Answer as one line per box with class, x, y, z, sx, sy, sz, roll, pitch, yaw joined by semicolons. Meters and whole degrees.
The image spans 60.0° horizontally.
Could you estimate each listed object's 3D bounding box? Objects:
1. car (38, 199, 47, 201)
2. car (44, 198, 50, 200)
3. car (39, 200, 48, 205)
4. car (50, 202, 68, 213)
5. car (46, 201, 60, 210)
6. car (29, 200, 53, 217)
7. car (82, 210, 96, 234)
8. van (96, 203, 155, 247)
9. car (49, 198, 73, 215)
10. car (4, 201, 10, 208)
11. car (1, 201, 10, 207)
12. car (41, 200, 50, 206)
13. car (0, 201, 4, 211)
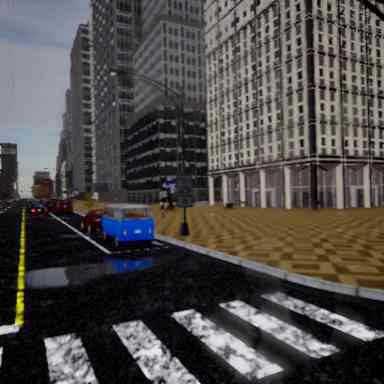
car;-22.275;2.122;47.517;2.128;1.511;4.902;-1;0;-27
car;-20.595;1.909;50.168;2.192;1.841;5.009;-1;0;-27
car;-37.977;2.641;84.821;1.947;1.339;4.313;-1;0;-27
car;-18.106;2.070;45.215;1.887;1.381;4.507;-1;0;-27
car;-23.073;2.229;55.117;1.947;1.339;4.313;-1;0;-27
car;-17.572;2.047;38.146;2.033;1.411;5.357;-1;0;-27
car;-5.667;1.722;20.475;1.887;1.381;4.507;-1;0;-27
van;-3.107;1.446;15.567;1.690;1.788;3.998;-1;0;-27
car;-15.626;1.771;40.266;2.192;1.841;5.009;-1;0;-27
car;-40.496;2.694;71.160;1.802;1.307;4.206;-1;0;-27
car;-45.464;2.831;81.061;1.802;1.307;4.206;-1;0;-27
car;-33.086;2.466;75.072;1.752;1.417;4.829;-1;0;-27
car;-30.560;2.419;51.357;1.802;1.307;4.206;-1;0;-27
